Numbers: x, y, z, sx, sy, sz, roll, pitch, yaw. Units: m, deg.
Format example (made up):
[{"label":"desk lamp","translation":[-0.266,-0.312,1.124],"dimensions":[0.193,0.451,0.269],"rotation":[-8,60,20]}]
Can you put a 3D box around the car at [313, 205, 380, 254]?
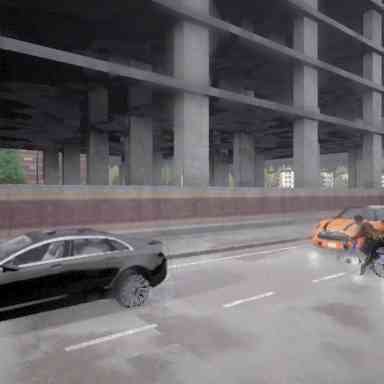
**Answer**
[{"label":"car","translation":[6.918,1.352,13.486],"dimensions":[4.553,1.767,2.097],"rotation":[0,0,-37]}]

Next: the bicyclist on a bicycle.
[{"label":"bicyclist on a bicycle","translation":[4.648,1.455,8.909],"dimensions":[0.582,1.620,1.656],"rotation":[0,-2,-37]}]

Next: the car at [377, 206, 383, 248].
[{"label":"car","translation":[7.617,1.352,9.670],"dimensions":[4.553,1.767,2.097],"rotation":[0,0,-37]}]

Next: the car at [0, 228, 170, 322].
[{"label":"car","translation":[-2.771,1.490,6.343],"dimensions":[4.902,1.511,2.128],"rotation":[0,0,-36]}]
